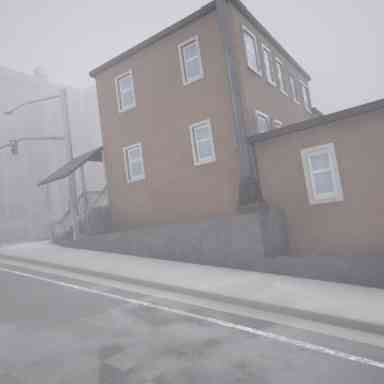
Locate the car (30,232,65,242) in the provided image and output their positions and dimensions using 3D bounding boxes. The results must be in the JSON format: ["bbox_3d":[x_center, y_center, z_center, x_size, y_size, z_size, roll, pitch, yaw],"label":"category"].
[{"bbox_3d":[-11.713,4.278,29.079,1.837,1.490,4.892,-12,-11,35],"label":"car"}]
